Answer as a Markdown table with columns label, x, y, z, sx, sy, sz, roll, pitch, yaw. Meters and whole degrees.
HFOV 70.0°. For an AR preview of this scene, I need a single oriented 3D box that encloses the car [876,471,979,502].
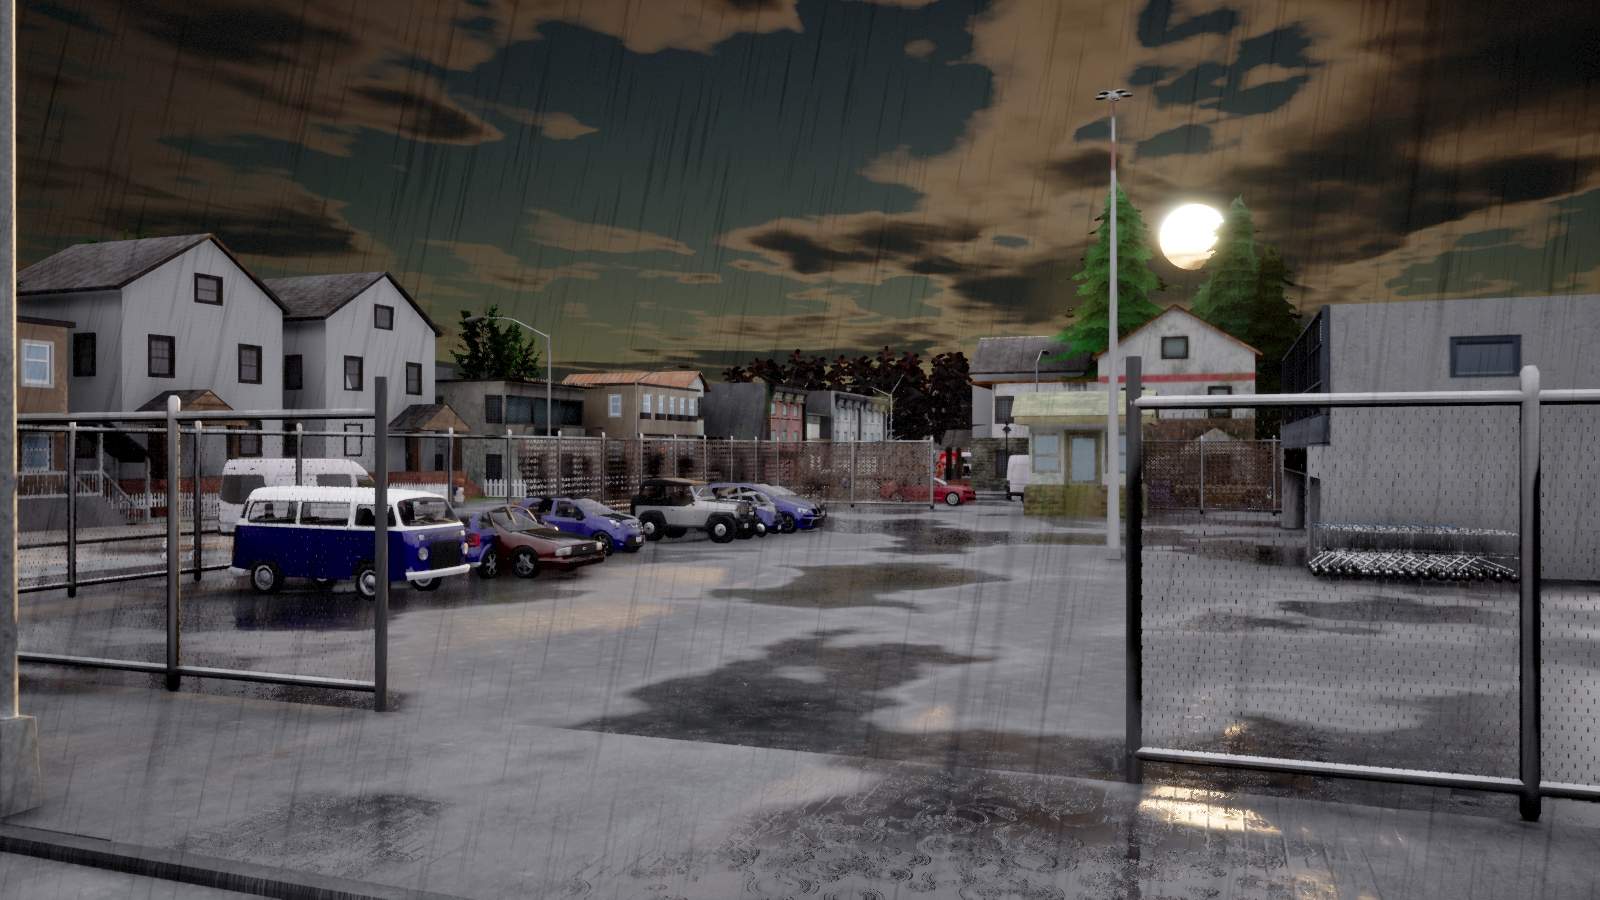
| label | x | y | z | sx | sy | sz | roll | pitch | yaw |
| --- | --- | --- | --- | --- | --- | --- | --- | --- | --- |
| car | 6.523 | 1.843 | 58.394 | 4.892 | 1.480 | 2.231 | 0 | 0 | 19 |

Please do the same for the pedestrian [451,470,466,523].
| label | x | y | z | sx | sy | sz | roll | pitch | yaw |
| --- | --- | --- | --- | --- | --- | --- | --- | --- | --- |
| pedestrian | -12.043 | 1.633 | 40.345 | 0.375 | 1.860 | 0.375 | 0 | 0 | 13 |

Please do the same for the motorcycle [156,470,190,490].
| label | x | y | z | sx | sy | sz | roll | pitch | yaw |
| --- | --- | --- | --- | --- | --- | --- | --- | --- | --- |
| motorcycle | -41.209 | 1.972 | 75.107 | 1.805 | 1.236 | 0.856 | 0 | 1 | -2 |

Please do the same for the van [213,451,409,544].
| label | x | y | z | sx | sy | sz | roll | pitch | yaw |
| --- | --- | --- | --- | --- | --- | --- | --- | --- | --- |
| van | -14.710 | 1.319 | 34.864 | 1.988 | 2.561 | 5.915 | 0 | 0 | 20 |
